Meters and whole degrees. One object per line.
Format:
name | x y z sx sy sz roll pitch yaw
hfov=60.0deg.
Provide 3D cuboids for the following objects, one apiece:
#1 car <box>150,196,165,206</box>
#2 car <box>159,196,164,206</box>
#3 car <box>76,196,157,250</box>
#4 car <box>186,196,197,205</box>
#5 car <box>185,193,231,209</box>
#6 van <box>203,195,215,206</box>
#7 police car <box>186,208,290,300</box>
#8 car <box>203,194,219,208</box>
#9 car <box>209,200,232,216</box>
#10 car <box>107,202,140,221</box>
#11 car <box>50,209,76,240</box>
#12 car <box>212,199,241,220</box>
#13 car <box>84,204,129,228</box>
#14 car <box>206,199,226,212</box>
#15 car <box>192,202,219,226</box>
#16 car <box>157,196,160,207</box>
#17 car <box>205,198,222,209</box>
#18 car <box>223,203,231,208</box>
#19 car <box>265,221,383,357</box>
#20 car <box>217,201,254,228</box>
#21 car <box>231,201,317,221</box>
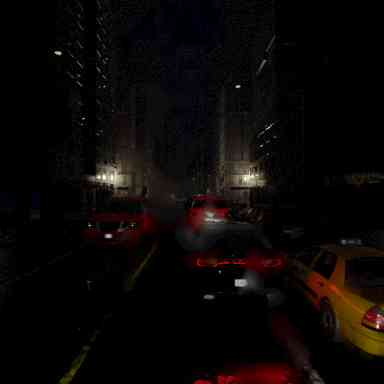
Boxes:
car | -5.732 1.437 55.761 1.967 1.590 4.097 0 0 0
car | -5.726 1.563 50.236 1.947 1.339 4.313 0 0 0
car | -3.031 1.220 14.749 2.150 2.045 5.566 0 0 -1
car | -0.069 1.522 59.563 1.812 1.442 4.674 0 0 0
car | 0.878 1.222 18.471 2.150 2.045 5.566 0 0 0
van | 2.794 1.338 55.776 1.690 1.788 3.998 0 0 0
police car | 0.888 1.425 8.551 1.930 1.638 5.238 0 0 0
car | 2.800 1.312 50.252 2.192 1.841 5.009 0 0 0
car | 2.819 1.549 33.681 2.008 1.369 4.403 0 0 0
car | -5.701 1.564 28.135 1.947 1.339 4.313 0 0 0
car | -5.688 1.544 17.085 1.887 1.381 4.507 0 0 0
car | 2.825 1.438 28.157 1.967 1.590 4.097 0 0 0
car | -5.695 1.565 22.610 1.947 1.339 4.313 0 0 0
car | 2.812 1.548 39.205 2.008 1.369 4.403 0 0 0
car | 0.871 1.525 24.441 1.812 1.442 4.674 0 0 0
car | -5.720 1.579 44.711 1.802 1.307 4.206 0 0 0
car | 2.806 1.563 44.728 1.947 1.339 4.313 0 0 0
car | 2.837 1.524 17.280 1.752 1.417 4.829 0 0 0
car | 2.850 1.525 6.233 1.752 1.417 4.829 0 0 0
car | 2.831 1.439 22.634 1.967 1.590 4.097 0 0 0
car | 2.844 1.315 11.586 2.192 1.841 5.009 0 0 0
